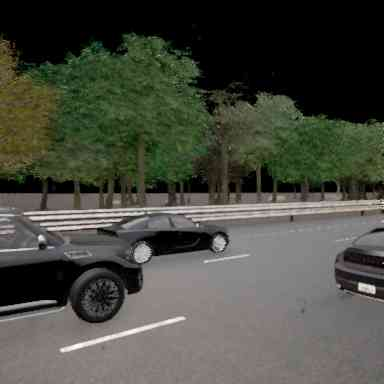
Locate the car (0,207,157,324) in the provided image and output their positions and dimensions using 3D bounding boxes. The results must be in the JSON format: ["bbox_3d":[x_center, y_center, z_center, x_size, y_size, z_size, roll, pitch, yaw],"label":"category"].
[{"bbox_3d":[-3.587,1.221,5.487,5.566,2.045,2.150,0,0,-36],"label":"car"}]

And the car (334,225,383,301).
[{"bbox_3d":[5.117,1.479,7.393,4.892,1.490,1.837,0,0,-35],"label":"car"}]

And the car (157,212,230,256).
[{"bbox_3d":[-0.878,1.459,11.716,5.008,1.535,1.882,0,0,-35],"label":"car"}]
